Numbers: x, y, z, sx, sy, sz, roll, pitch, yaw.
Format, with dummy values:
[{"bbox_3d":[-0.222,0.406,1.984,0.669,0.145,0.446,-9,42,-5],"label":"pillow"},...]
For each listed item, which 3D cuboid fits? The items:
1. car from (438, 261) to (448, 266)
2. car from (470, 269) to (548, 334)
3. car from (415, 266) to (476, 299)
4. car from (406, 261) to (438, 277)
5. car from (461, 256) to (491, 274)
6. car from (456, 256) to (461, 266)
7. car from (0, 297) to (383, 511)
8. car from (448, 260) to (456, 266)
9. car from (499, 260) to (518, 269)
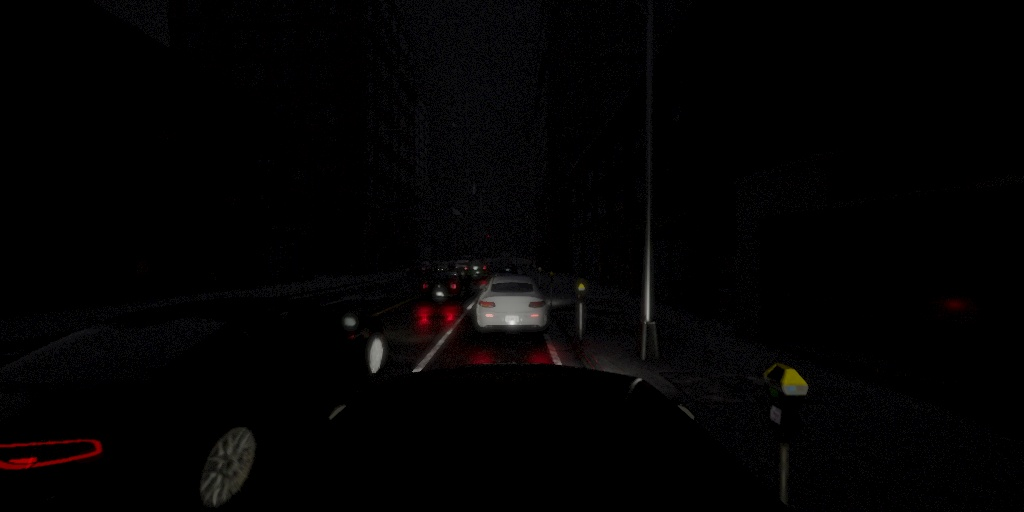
[{"bbox_3d":[-8.909,1.316,40.439,1.948,1.339,4.313,0,0,0],"label":"car"},{"bbox_3d":[0.003,1.274,10.501,1.812,1.442,4.674,0,0,0],"label":"car"},{"bbox_3d":[-3.131,1.348,17.818,1.895,1.301,4.718,0,0,0],"label":"car"},{"bbox_3d":[-8.909,1.189,34.934,1.967,1.591,4.097,0,0,0],"label":"car"},{"bbox_3d":[-3.127,1.100,32.987,2.097,1.767,4.553,0,0,0],"label":"car"},{"bbox_3d":[-6.154,0.980,48.082,2.150,2.045,5.566,0,0,0],"label":"car"},{"bbox_3d":[-3.146,1.227,4.240,1.882,1.535,5.008,0,0,0],"label":"car"},{"bbox_3d":[-8.909,1.303,45.944,2.007,1.370,4.403,0,0,0],"label":"car"},{"bbox_3d":[-0.383,1.315,34.934,1.948,1.339,4.313,0,0,0],"label":"car"}]
